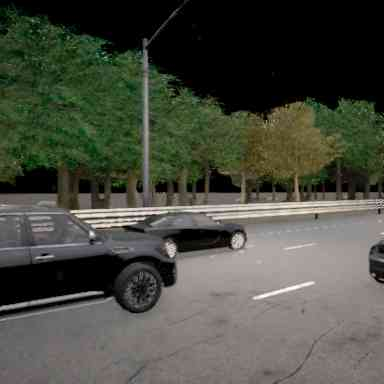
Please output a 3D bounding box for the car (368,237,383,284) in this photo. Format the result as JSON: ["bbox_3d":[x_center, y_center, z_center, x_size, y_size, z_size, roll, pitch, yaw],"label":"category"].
[{"bbox_3d":[6.236,1.460,8.189,4.892,1.490,1.837,0,0,-35],"label":"car"}]

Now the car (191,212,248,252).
[{"bbox_3d":[-0.132,1.446,12.247,5.008,1.535,1.882,0,0,-35],"label":"car"}]

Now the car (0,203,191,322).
[{"bbox_3d":[-2.965,1.217,5.931,5.566,2.045,2.150,0,0,-35],"label":"car"}]
